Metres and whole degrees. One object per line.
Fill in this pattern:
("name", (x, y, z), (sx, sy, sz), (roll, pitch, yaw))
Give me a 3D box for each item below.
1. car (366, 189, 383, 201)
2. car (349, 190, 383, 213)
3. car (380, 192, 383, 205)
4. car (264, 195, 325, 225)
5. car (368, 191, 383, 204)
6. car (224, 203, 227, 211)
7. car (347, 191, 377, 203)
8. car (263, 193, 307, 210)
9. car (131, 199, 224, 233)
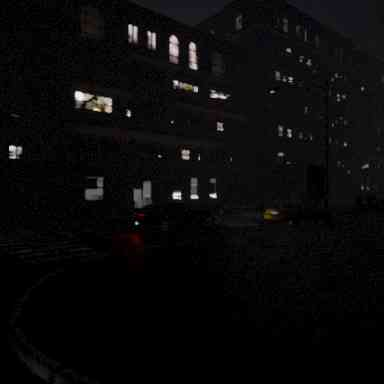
("car", (26.760, 0.399, 47.460), (4.097, 1.590, 1.967), (-1, 2, -39))
("car", (14.877, 0.804, 27.021), (4.097, 1.590, 1.967), (-1, 2, -39))
("car", (22.896, 0.654, 36.955), (4.674, 1.442, 1.812), (-1, 1, -39))
("car", (6.407, 1.102, 20.149), (4.829, 1.417, 1.752), (-1, 2, -39))
("car", (24.607, 0.626, 42.267), (5.357, 1.411, 2.033), (-1, 1, -39))
("car", (0.954, 1.193, 26.517), (4.206, 1.307, 1.802), (-1, 2, -39))
("car", (22.460, 0.614, 43.971), (4.507, 1.381, 1.887), (-1, 2, -39))
("car", (9.424, 0.925, 33.391), (4.829, 1.417, 1.752), (-1, 2, -39))
("car", (-0.834, 1.228, 17.754), (4.892, 1.490, 1.837), (-1, 1, -39))
